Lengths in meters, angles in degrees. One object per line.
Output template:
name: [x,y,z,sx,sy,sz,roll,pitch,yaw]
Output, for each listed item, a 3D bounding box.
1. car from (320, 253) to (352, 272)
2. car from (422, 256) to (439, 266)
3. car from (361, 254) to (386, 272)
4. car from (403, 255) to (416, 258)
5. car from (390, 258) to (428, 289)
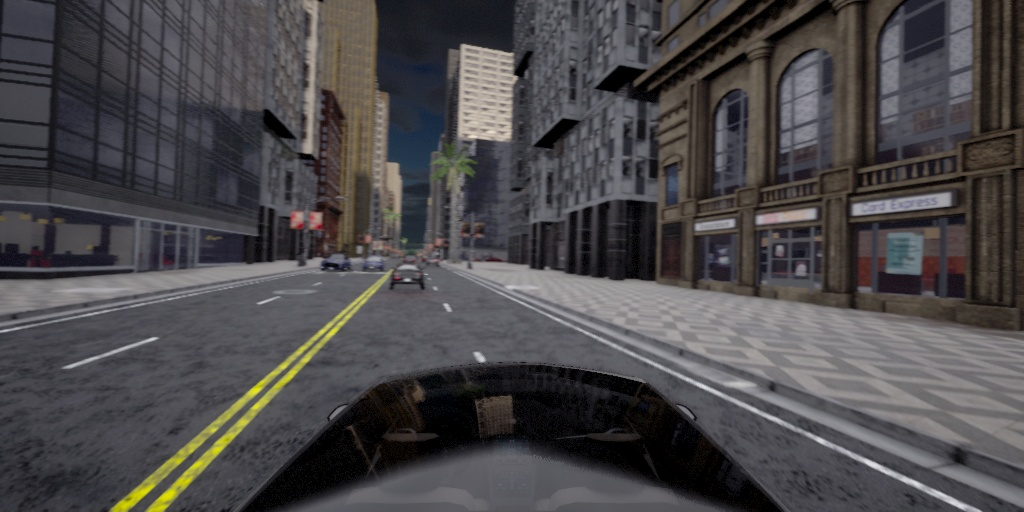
car: [-16.658,0.514,34.106,2.097,1.767,4.553,2,0,-15]
car: [-12.500,0.830,56.187,2.128,1.511,4.902,2,0,-16]
car: [-13.838,0.786,36.071,1.812,1.442,4.674,2,0,-16]
car: [-14.447,0.613,51.081,2.097,1.767,4.553,2,0,-16]
car: [-6.082,1.057,20.996,1.812,1.442,4.674,2,0,-16]
